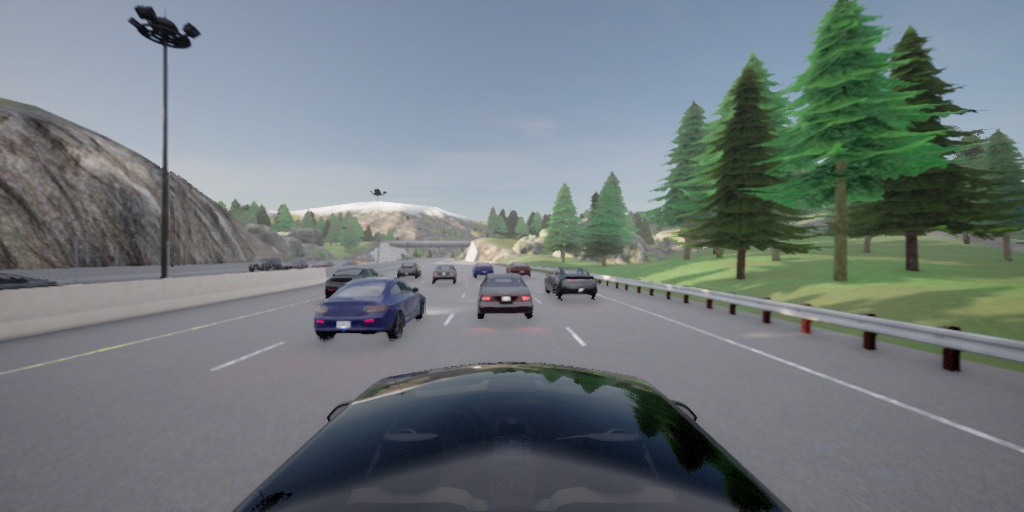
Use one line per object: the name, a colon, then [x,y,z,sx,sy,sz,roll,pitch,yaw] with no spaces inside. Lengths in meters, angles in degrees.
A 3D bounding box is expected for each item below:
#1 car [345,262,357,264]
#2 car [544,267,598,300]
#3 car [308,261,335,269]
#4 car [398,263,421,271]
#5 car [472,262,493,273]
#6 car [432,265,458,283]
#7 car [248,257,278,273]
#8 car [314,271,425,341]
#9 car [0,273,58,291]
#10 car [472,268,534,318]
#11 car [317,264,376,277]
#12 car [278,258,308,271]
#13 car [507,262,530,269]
car: [-23.850,1.538,53.016,1.994,1.385,4.181,0,0,-10]
car: [2.821,1.291,18.004,2.128,1.511,4.902,0,0,-4]
car: [-27.229,1.456,52.041,1.882,1.535,5.008,0,0,-10]
car: [-9.760,1.373,34.337,2.128,1.511,4.902,0,0,-9]
car: [-2.954,1.351,36.085,1.882,1.535,5.008,0,0,-9]
car: [-5.399,1.402,29.089,2.033,1.411,5.357,0,0,-8]
car: [-33.879,1.205,49.488,2.150,2.045,5.566,0,0,-10]
car: [-3.692,1.312,9.961,1.812,1.442,4.674,0,0,-2]
car: [-17.975,1.313,11.504,2.128,1.511,4.902,0,0,-3]
car: [-0.320,1.338,13.227,2.033,1.411,5.357,0,0,-3]
car: [-7.725,1.327,18.162,1.837,1.490,4.892,0,0,-5]
car: [-30.545,1.333,50.705,2.097,1.767,4.553,0,0,-10]
car: [0.574,1.344,36.181,1.882,1.535,5.008,0,0,-9]
